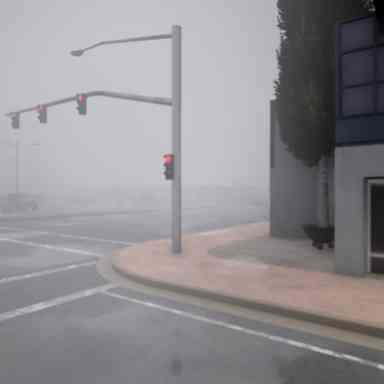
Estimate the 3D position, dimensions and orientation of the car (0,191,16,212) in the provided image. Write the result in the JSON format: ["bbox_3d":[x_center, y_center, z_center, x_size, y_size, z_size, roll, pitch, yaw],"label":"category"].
[{"bbox_3d":[-20.834,1.119,34.861,4.605,1.855,1.932,0,0,35],"label":"car"}]

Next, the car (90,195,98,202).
[{"bbox_3d":[-20.385,1.314,65.663,3.905,1.438,1.784,0,0,35],"label":"car"}]

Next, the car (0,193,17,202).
[{"bbox_3d":[-37.611,1.089,67.513,4.605,1.855,1.932,0,0,35],"label":"car"}]

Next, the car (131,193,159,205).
[{"bbox_3d":[-7.803,1.122,53.225,3.866,1.878,1.905,0,0,35],"label":"car"}]

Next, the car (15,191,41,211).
[{"bbox_3d":[-19.117,1.122,37.191,3.866,1.878,1.905,0,0,35],"label":"car"}]

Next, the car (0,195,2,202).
[{"bbox_3d":[-39.121,1.299,65.294,3.905,1.438,1.784,0,0,35],"label":"car"}]

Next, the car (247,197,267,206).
[{"bbox_3d":[10.323,1.545,52.739,1.994,1.385,4.181,0,0,37],"label":"car"}]

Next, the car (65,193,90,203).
[{"bbox_3d":[-22.112,1.103,63.336,4.605,1.855,1.932,0,0,35],"label":"car"}]

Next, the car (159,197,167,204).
[{"bbox_3d":[-6.121,1.362,55.582,3.806,1.475,1.970,0,0,35],"label":"car"}]
